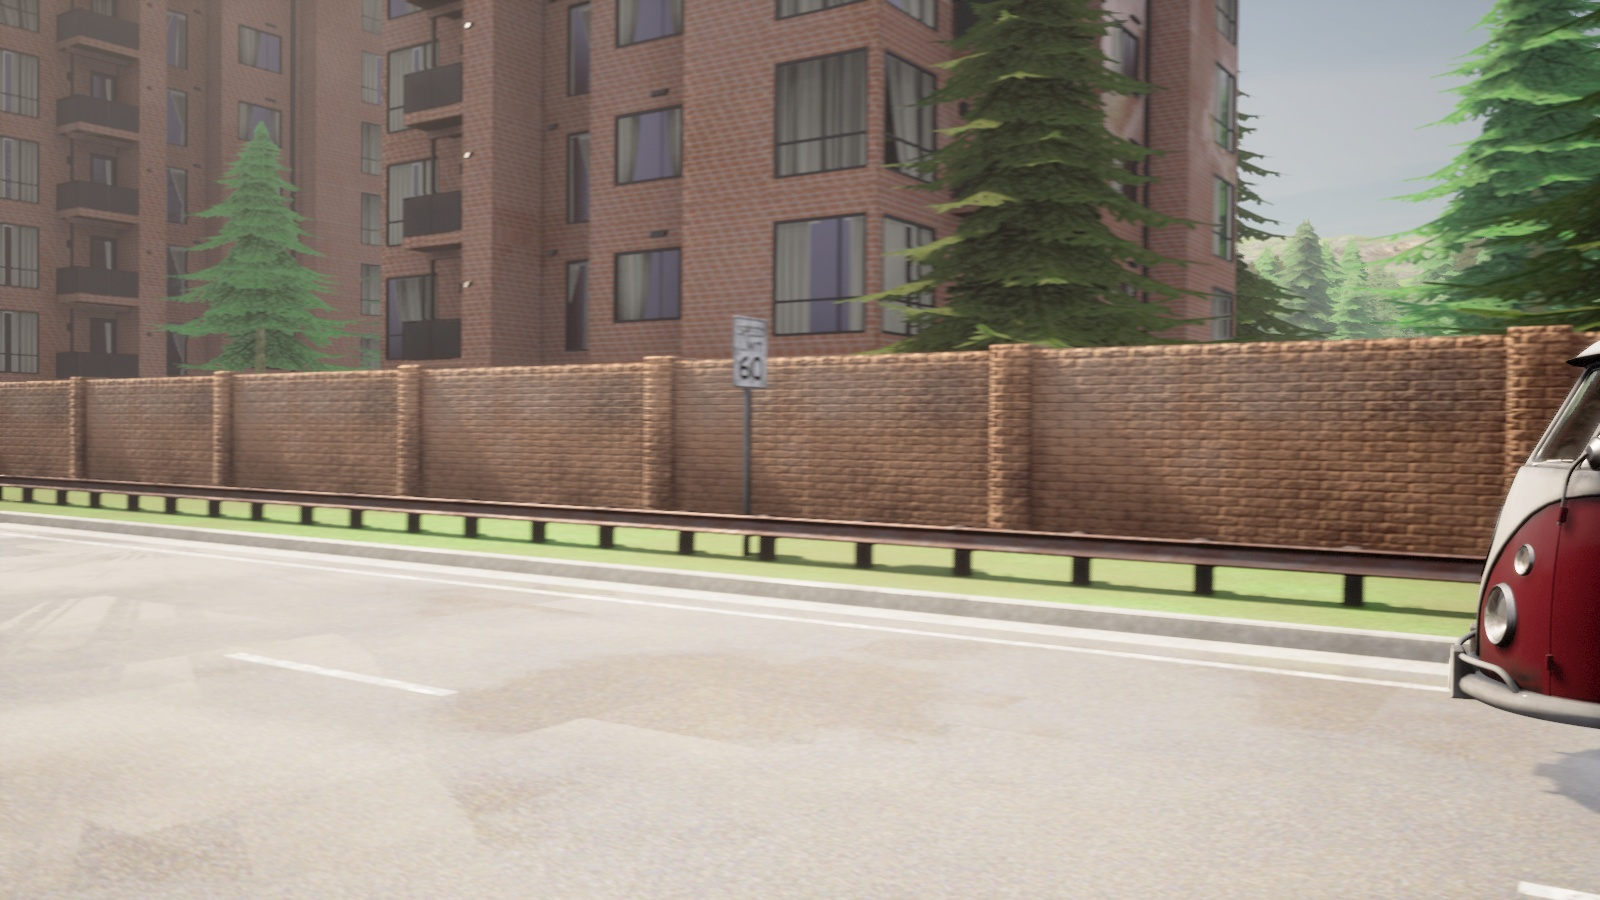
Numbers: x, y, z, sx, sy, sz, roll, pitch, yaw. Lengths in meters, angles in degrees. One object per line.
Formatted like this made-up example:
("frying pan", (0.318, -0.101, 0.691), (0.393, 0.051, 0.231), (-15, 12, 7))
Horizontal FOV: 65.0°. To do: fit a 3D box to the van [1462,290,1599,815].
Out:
("van", (4.979, 0.377, 4.512), (4.442, 1.987, 1.775), (0, 1, 34))
